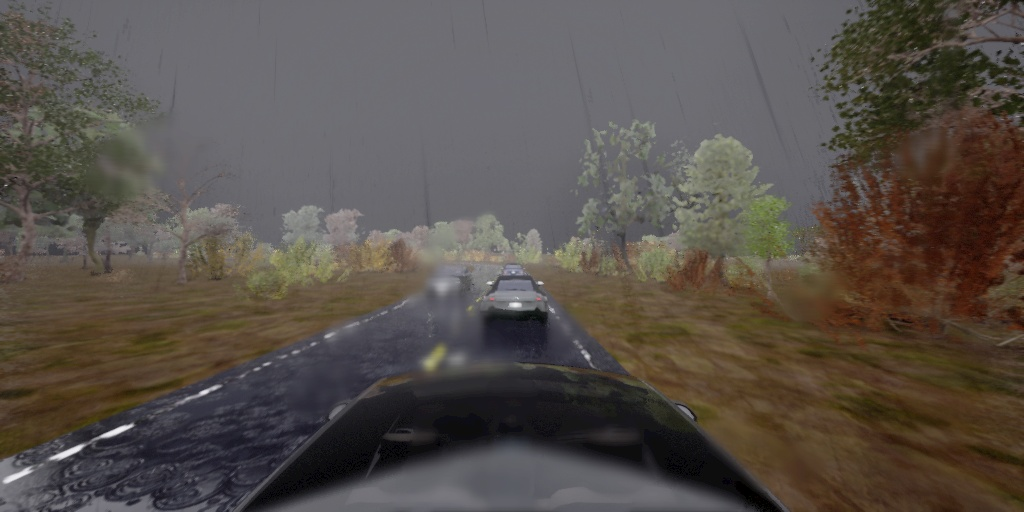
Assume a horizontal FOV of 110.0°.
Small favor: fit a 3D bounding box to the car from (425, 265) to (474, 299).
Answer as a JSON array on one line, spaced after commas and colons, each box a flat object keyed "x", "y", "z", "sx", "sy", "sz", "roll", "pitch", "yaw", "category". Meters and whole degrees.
[{"x": -3.076, "y": 1.241, "z": 18.287, "sx": 2.128, "sy": 1.511, "sz": 4.902, "roll": 0, "pitch": 0, "yaw": 0, "category": "car"}]

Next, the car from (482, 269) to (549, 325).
[{"x": 0.105, "y": 1.313, "z": 11.843, "sx": 1.994, "sy": 1.385, "sz": 4.181, "roll": 0, "pitch": 0, "yaw": 0, "category": "car"}]

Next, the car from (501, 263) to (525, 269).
[{"x": 0.107, "y": 1.296, "z": 29.717, "sx": 2.033, "sy": 1.411, "sz": 5.357, "roll": 0, "pitch": 0, "yaw": 0, "category": "car"}]
